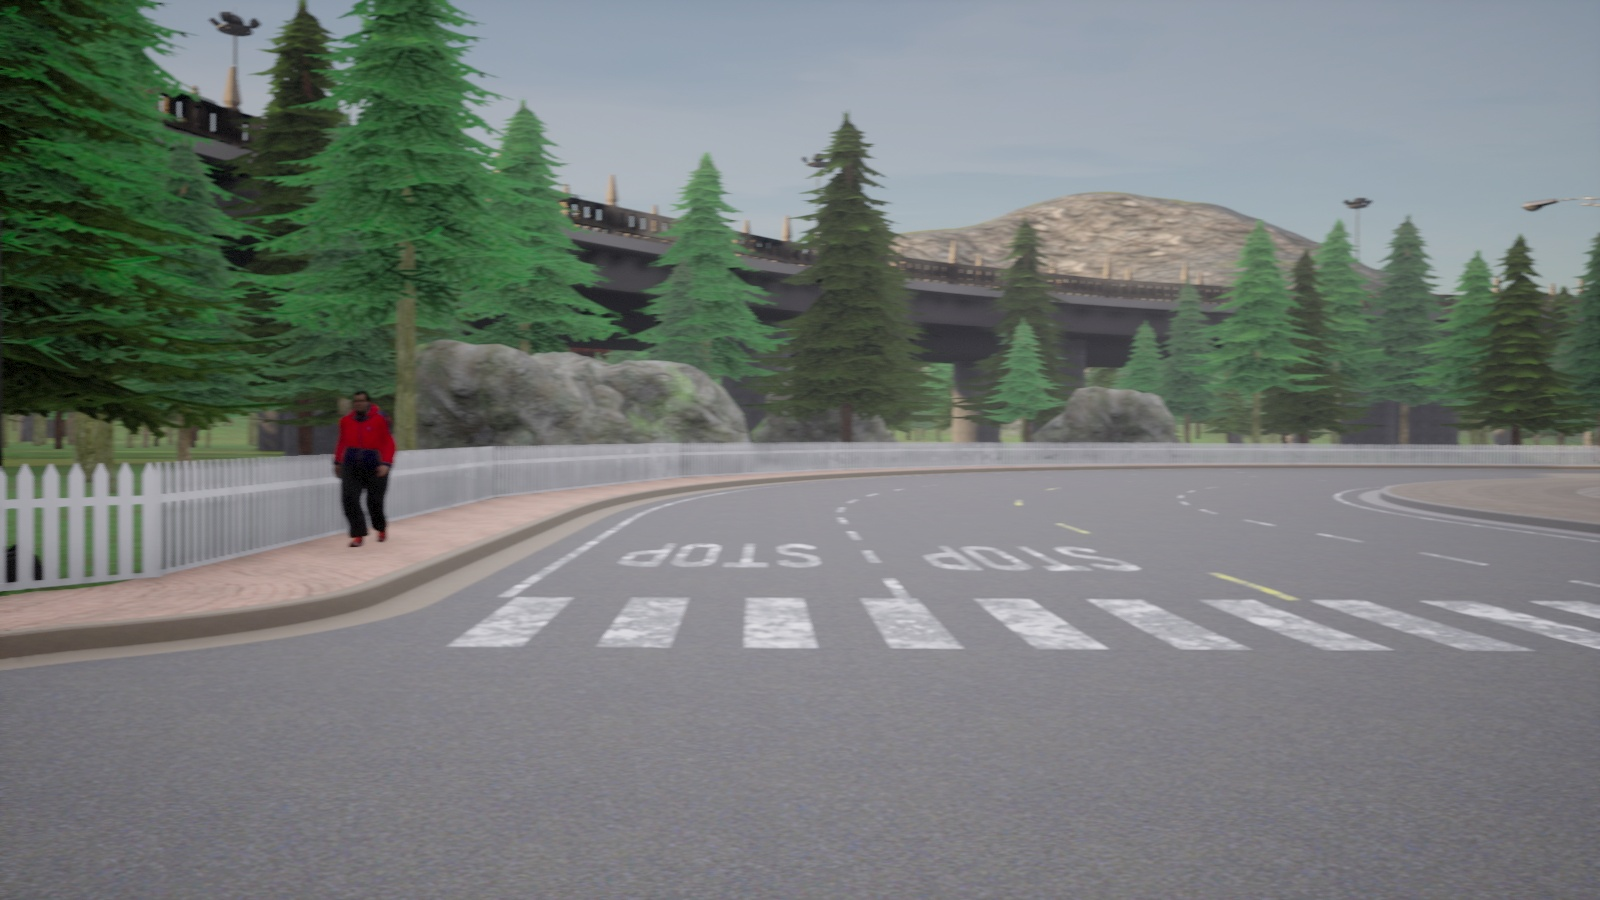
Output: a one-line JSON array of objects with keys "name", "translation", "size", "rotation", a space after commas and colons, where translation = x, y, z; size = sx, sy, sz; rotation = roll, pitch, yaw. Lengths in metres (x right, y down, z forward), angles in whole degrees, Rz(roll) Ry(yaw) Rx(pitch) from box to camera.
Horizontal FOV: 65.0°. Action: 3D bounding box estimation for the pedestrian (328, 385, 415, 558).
[{"name": "pedestrian", "translation": [-4.726, 0.223, 13.887], "size": [0.634, 1.844, 0.899], "rotation": [-1, 1, 0]}]
